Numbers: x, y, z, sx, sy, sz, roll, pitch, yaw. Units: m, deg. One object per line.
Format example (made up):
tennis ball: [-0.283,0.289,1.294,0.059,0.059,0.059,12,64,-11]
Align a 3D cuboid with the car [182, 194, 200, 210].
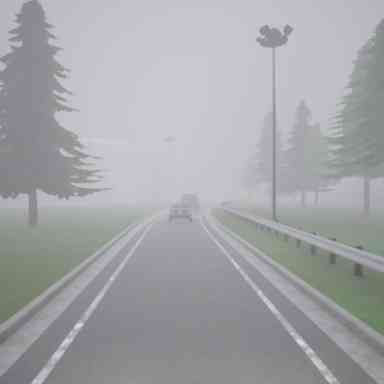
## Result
car: [-0.170,1.234,43.563,2.150,2.045,5.566,0,0,5]

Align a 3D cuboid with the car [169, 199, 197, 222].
car: [-0.887,1.556,26.722,2.033,1.411,5.357,0,0,0]
